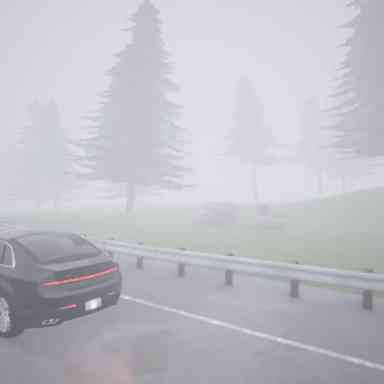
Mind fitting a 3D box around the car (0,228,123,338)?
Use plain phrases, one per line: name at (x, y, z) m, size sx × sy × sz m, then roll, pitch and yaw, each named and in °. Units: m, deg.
car at (-3.474, 1.496, 6.650) m, size 4.892 × 1.490 × 1.837 m, roll 0°, pitch 0°, yaw 37°
